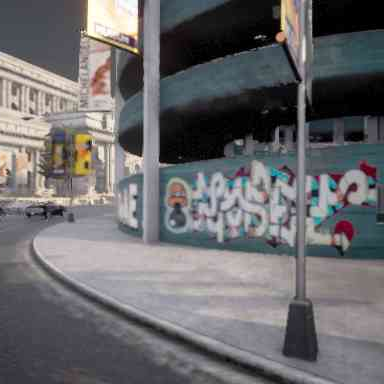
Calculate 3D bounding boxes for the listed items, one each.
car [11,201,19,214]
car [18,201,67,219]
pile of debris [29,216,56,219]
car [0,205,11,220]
[{"bbox_3d":[-19.199,1.711,37.893,1.812,1.442,4.674,0,0,16],"label":"car"},{"bbox_3d":[-13.343,1.654,30.774,2.128,1.511,4.902,0,0,6],"label":"car"},{"bbox_3d":[-13.673,2.335,30.552,1.500,0.140,1.860,0,0,6],"label":"pile of debris"},{"bbox_3d":[-16.986,1.465,26.685,2.097,1.767,4.553,0,0,-2],"label":"car"}]
